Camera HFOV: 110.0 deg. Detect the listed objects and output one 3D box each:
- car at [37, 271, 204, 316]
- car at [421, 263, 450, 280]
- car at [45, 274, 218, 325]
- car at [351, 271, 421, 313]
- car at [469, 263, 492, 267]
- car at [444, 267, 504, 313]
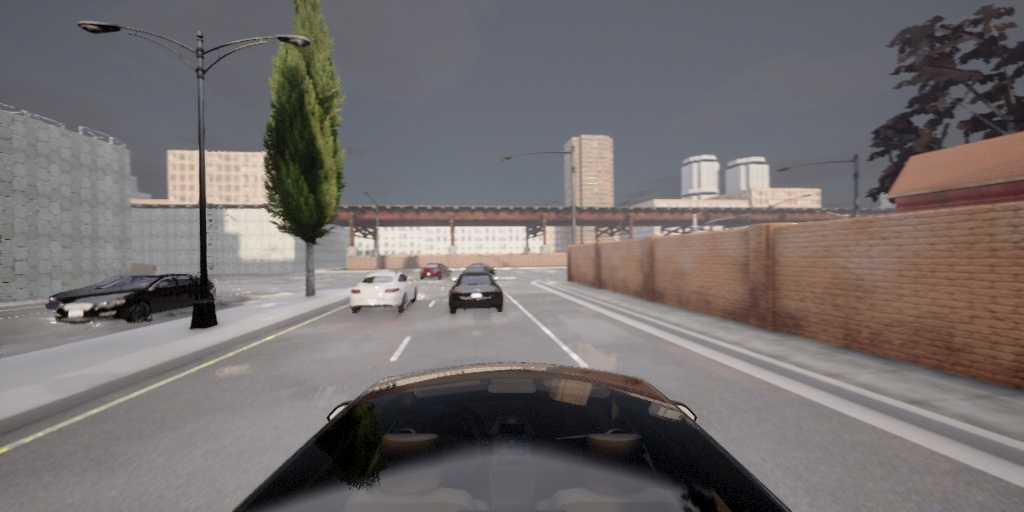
[{"bbox_3d":[-16.898,1.523,16.064,2.033,1.411,5.357,-1,0,-7],"label":"car"},{"bbox_3d":[-6.772,1.331,32.182,1.812,1.442,4.674,-1,0,4],"label":"car"},{"bbox_3d":[-12.978,1.415,12.851,2.128,1.511,4.902,-1,0,-7],"label":"car"},{"bbox_3d":[-4.976,1.330,14.309,1.812,1.442,4.674,-1,0,-7],"label":"car"},{"bbox_3d":[-2.766,1.311,31.684,1.994,1.385,4.181,-1,0,14],"label":"car"},{"bbox_3d":[-1.441,1.317,14.236,1.994,1.385,4.181,-1,0,-7],"label":"car"}]
